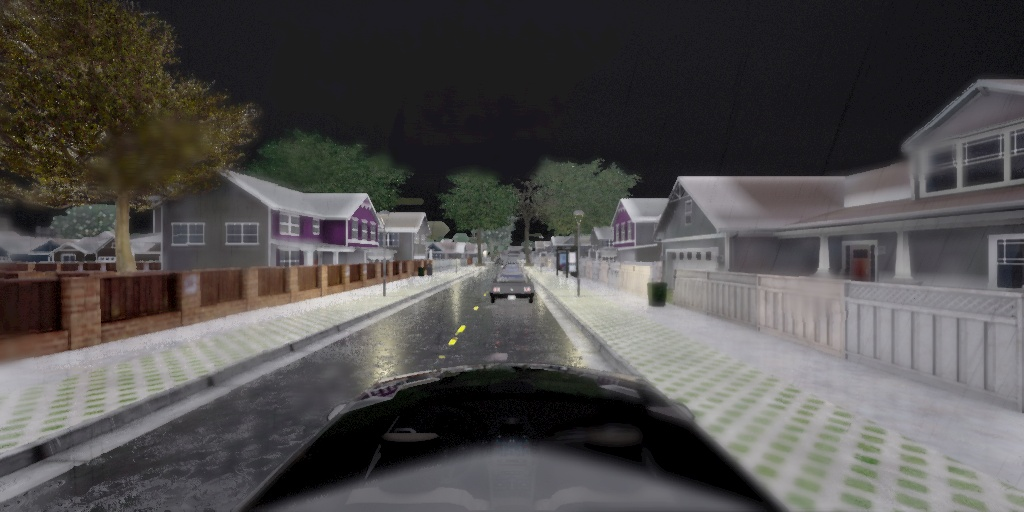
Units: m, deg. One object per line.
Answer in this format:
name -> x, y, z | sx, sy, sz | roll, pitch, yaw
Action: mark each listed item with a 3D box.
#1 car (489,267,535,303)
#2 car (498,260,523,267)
car -> 0.000, 1.366, 16.530 | 1.895, 1.301, 4.718 | 0, 0, 0
car -> 0.000, 1.323, 31.500 | 1.994, 1.385, 4.181 | 0, 0, 0
